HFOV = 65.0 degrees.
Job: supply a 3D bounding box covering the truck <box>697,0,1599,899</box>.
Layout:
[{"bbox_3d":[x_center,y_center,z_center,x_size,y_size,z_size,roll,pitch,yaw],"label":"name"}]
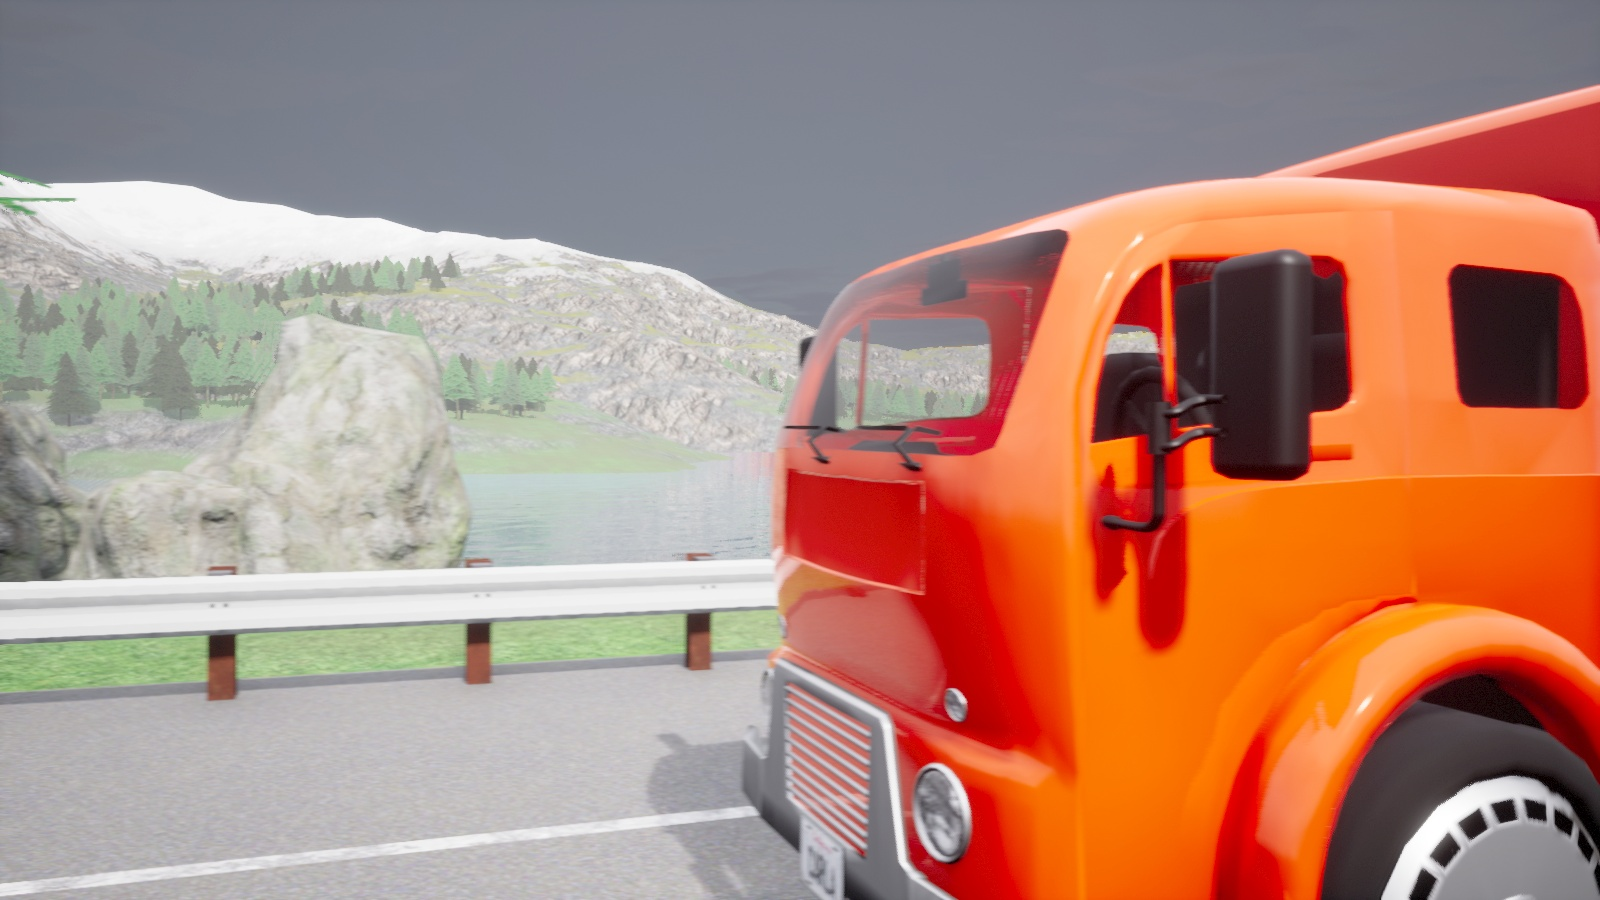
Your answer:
[{"bbox_3d":[2.550,0.199,4.194,5.204,2.467,2.627,-2,1,-20],"label":"truck"}]
